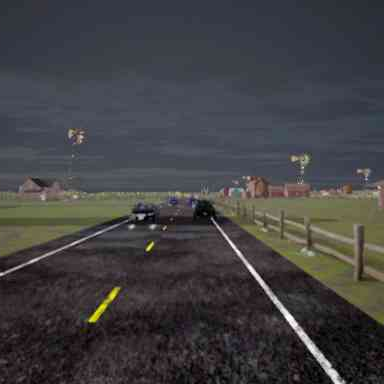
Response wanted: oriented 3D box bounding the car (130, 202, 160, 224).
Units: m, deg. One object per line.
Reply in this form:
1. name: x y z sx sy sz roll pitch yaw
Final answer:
1. car: -3.594 1.581 25.934 2.128 1.511 4.902 0 0 0

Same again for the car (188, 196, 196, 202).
1. car: -0.007 1.729 83.468 2.128 1.511 4.902 0 0 0

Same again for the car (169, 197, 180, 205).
1. car: -3.511 1.757 66.847 1.882 1.535 5.008 0 0 0

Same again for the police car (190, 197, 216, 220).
1. police car: 1.048 1.527 28.966 1.930 1.638 5.238 0 0 0

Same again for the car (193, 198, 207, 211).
1. car: 1.046 1.629 45.046 1.801 1.575 5.366 0 0 0

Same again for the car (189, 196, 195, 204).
1. car: 1.046 1.495 38.828 2.097 1.767 4.553 0 0 0

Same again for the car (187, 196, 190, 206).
1. car: -0.005 1.789 62.326 1.812 1.442 4.674 0 0 0
